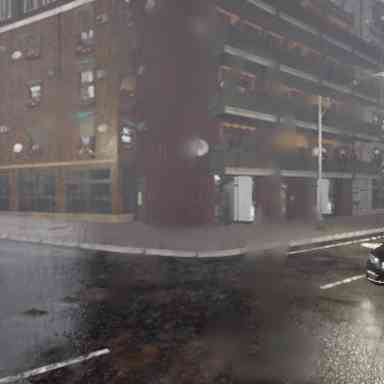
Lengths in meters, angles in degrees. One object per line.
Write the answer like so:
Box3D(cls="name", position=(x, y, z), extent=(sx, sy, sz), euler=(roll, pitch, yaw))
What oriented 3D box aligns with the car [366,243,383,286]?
Box3D(cls="car", position=(6.191, 1.488, 8.236), extent=(4.902, 1.511, 2.128), euler=(0, 0, -36))
